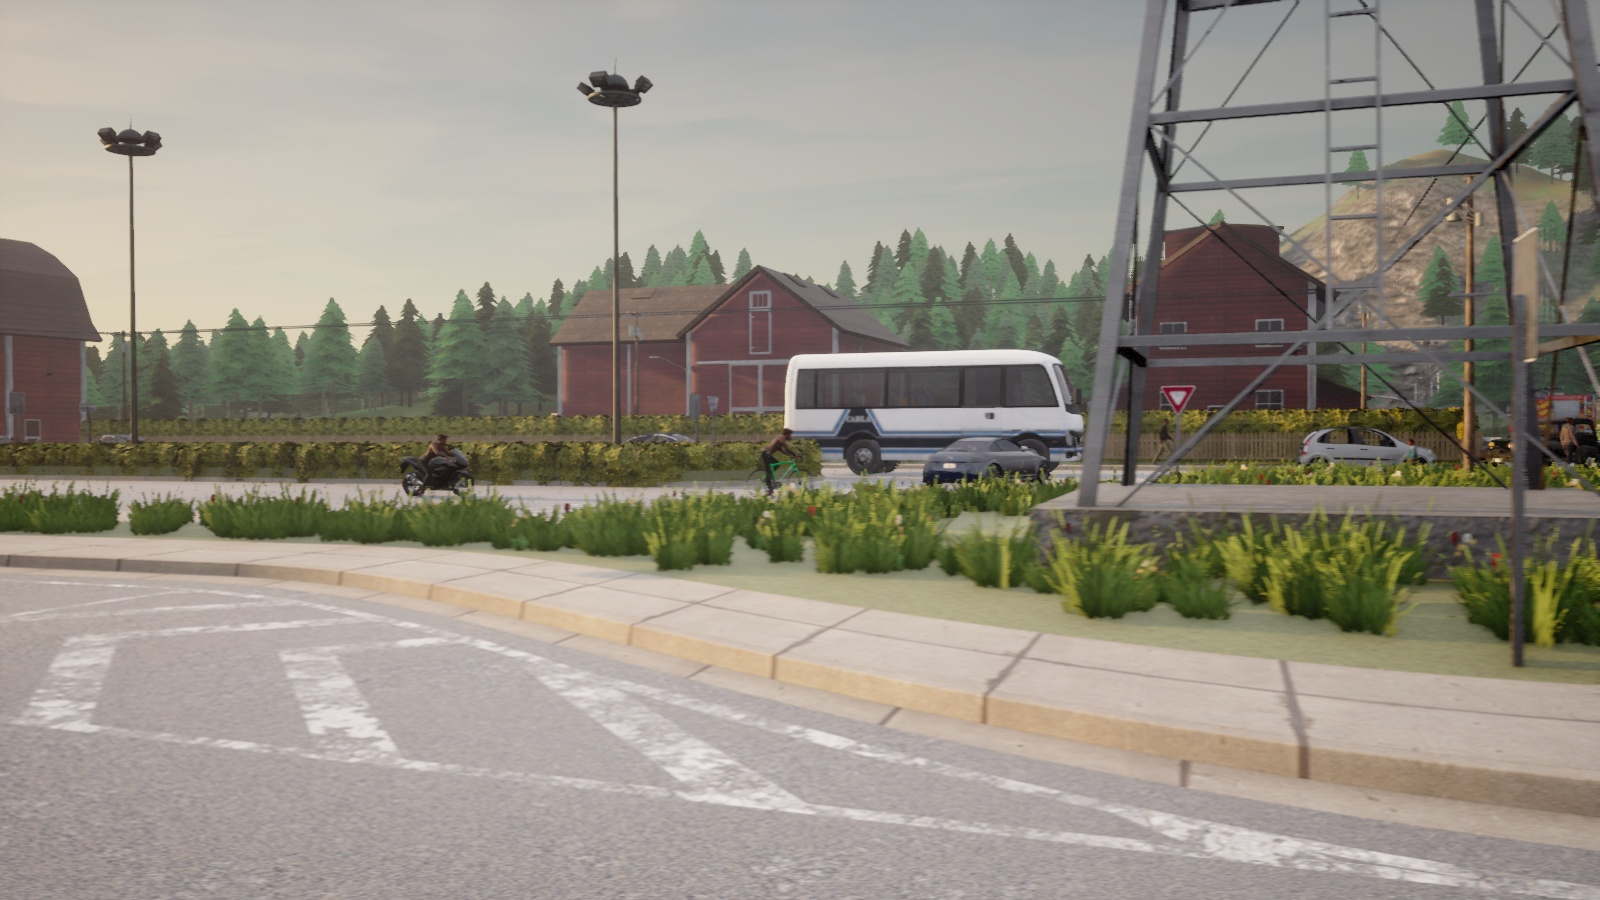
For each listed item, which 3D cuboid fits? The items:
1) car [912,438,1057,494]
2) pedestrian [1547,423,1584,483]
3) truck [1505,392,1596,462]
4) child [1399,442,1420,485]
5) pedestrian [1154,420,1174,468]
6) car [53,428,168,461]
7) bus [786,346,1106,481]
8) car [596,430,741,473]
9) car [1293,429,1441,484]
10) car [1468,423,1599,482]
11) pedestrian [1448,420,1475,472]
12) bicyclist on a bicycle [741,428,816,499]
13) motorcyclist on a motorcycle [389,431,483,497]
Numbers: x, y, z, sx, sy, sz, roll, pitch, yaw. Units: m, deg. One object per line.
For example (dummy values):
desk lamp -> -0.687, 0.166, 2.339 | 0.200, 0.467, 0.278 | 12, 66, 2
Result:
car -> 4.970, 0.375, 33.451 | 1.994, 1.385, 4.181 | 1, 1, 38
pedestrian -> 23.301, 0.085, 38.232 | 0.869, 1.805, 0.328 | 0, 1, 5
truck -> 43.581, -1.351, 73.165 | 2.891, 3.827, 8.468 | 1, 1, 20
child -> 16.953, 0.365, 34.939 | 0.448, 1.192, 0.343 | 0, 1, 12
pedestrian -> 13.927, -0.234, 48.032 | 0.703, 1.840, 0.431 | 1, 1, 19
car -> -33.058, -0.292, 60.223 | 4.902, 1.511, 2.128 | 1, 1, 19
bus -> 5.042, -1.219, 43.148 | 10.273, 4.253, 3.944 | 1, 1, 19
car -> -4.880, 0.024, 46.643 | 4.902, 1.511, 2.128 | 0, 1, 19
car -> 17.448, 0.168, 38.832 | 3.988, 1.617, 1.851 | 0, 1, 18
car -> 24.358, 0.049, 41.342 | 3.866, 1.878, 1.905 | 0, 1, -15
pedestrian -> 23.478, -0.146, 44.571 | 0.726, 1.835, 0.370 | 0, 1, -1
bicyclist on a bicycle -> -0.511, 0.311, 29.291 | 1.656, 1.620, 0.582 | 0, 1, -14
motorcyclist on a motorcycle -> -8.605, 0.306, 29.683 | 2.044, 1.523, 0.797 | 1, 1, 18
